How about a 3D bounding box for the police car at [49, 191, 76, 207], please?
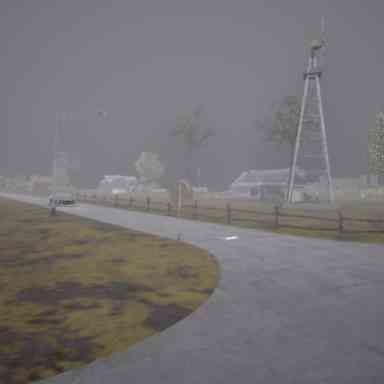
[{"bbox_3d":[-13.938,0.703,35.796,1.930,1.638,5.238,2,0,-35],"label":"police car"}]
